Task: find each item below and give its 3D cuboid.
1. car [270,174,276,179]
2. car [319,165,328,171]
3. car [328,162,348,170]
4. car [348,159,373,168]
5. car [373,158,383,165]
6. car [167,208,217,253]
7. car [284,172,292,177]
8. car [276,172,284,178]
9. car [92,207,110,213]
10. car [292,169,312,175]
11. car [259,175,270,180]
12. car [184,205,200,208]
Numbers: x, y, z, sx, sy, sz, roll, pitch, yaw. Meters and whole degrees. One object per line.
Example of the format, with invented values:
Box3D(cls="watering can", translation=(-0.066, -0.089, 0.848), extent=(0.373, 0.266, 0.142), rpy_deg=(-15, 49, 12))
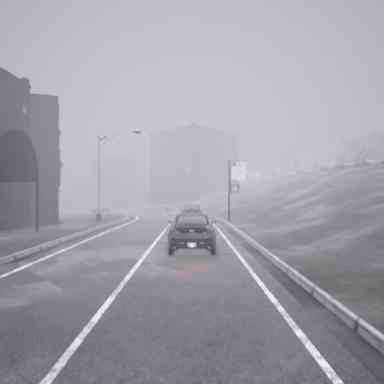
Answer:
Box3D(cls="car", translation=(21.106, -3.715, 80.316), extent=(2.185, 1.767, 4.553), rpy_deg=(0, 0, -1))
Box3D(cls="car", translation=(21.716, -3.533, 52.691), extent=(2.231, 1.521, 4.892), rpy_deg=(0, 0, -1))
Box3D(cls="car", translation=(21.846, -3.507, 47.173), extent=(2.231, 1.521, 4.892), rpy_deg=(0, 0, -1))
Box3D(cls="car", translation=(22.081, -3.424, 41.630), extent=(2.002, 1.452, 4.674), rpy_deg=(0, 0, -3))
Box3D(cls="car", translation=(22.435, -3.415, 36.093), extent=(2.097, 1.535, 5.008), rpy_deg=(0, 0, -4))
Box3D(cls="car", translation=(0.001, 1.645, 14.240), extent=(1.837, 1.490, 4.892), rpy_deg=(0, 0, 0))
Box3D(cls="car", translation=(21.353, -3.530, 69.122), extent=(2.002, 1.452, 4.674), rpy_deg=(0, 0, -1))
Box3D(cls="car", translation=(21.228, -3.707, 74.797), extent=(2.185, 1.767, 4.553), rpy_deg=(0, 0, -1))
Box3D(cls="car", translation=(-17.978, 3.559, 65.779), extent=(1.895, 1.301, 4.718), rpy_deg=(0, -3, -40))
Box3D(cls="car", translation=(21.474, -3.685, 63.630), extent=(2.185, 1.767, 4.553), rpy_deg=(0, 0, -1))
Box3D(cls="car", translation=(20.862, -3.592, 91.330), extent=(2.231, 1.521, 4.892), rpy_deg=(0, 0, -1))
Box3D(cls="car", translation=(-0.044, 1.892, 29.300), extent=(1.837, 1.490, 4.892), rpy_deg=(0, -1, -2))
